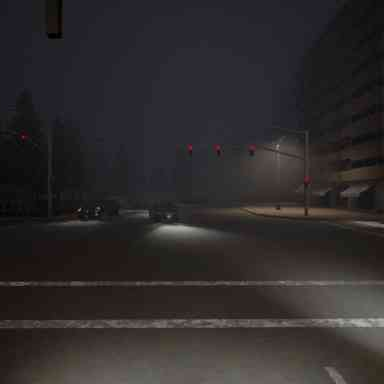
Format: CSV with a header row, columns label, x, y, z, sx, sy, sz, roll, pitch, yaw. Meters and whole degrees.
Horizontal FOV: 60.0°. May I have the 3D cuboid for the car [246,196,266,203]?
label,x,y,z,sx,sy,sz,roll,pitch,yaw
car,13.128,1.478,68.087,5.008,1.535,1.882,0,0,-41

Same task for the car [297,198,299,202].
label,x,y,z,sx,sy,sz,roll,pitch,yaw
car,21.923,1.525,73.615,4.902,1.511,2.128,0,0,-22

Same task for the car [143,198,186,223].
label,x,y,z,sx,sy,sz,roll,pitch,yaw
car,-2.307,1.518,26.337,2.128,1.511,4.902,0,0,-16

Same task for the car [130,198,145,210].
label,x,y,z,sx,sy,sz,roll,pitch,yaw
car,-6.551,1.526,42.876,1.812,1.442,4.674,0,0,6

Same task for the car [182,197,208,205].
label,x,y,z,sx,sy,sz,roll,pitch,yaw
car,0.928,1.548,57.947,2.033,1.411,5.357,0,0,27

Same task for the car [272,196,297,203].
label,x,y,z,sx,sy,sz,roll,pitch,yaw
car,18.492,1.478,67.600,5.008,1.535,1.882,0,0,-33

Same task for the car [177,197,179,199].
label,x,y,z,sx,sy,sz,roll,pitch,yaw
car,-3.225,1.491,40.677,2.128,1.511,4.902,0,0,4

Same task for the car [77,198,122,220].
label,x,y,z,sx,sy,sz,roll,pitch,yaw
car,-7.862,1.371,28.641,2.097,1.767,4.553,0,1,14

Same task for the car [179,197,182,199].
label,x,y,z,sx,sy,sz,roll,pitch,yaw
car,-2.084,1.601,59.564,1.895,1.301,4.718,0,0,27
